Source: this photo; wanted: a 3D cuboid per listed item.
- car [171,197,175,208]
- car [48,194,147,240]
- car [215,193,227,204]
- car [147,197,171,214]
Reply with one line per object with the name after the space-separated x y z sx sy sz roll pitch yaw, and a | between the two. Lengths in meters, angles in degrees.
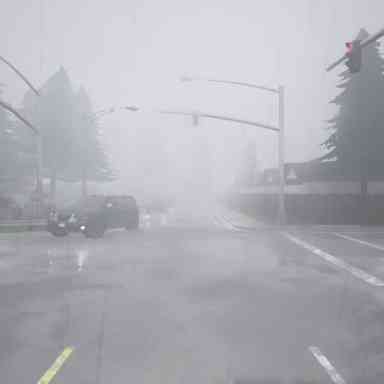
-3.475 1.501 47.989 1.837 1.490 4.892 0 1 2 | car
-4.674 1.130 16.909 2.150 2.045 5.566 1 -1 19 | car
6.889 1.206 60.906 5.566 2.045 2.150 0 0 -22 | car
-3.604 1.507 34.939 1.837 1.490 4.892 0 -1 0 | car
